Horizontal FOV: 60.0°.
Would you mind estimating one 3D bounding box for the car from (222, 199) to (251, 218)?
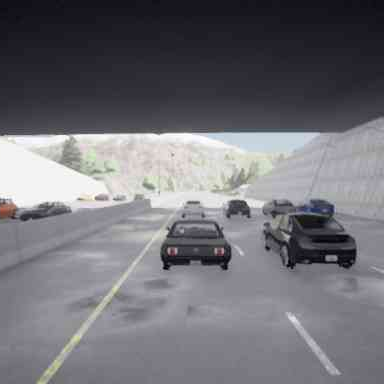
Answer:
[{"bbox_3d":[3.624,1.333,27.496,1.837,1.490,4.892,0,0,0],"label":"car"}]

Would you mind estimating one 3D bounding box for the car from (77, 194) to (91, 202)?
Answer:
[{"bbox_3d":[-20.907,1.064,64.704,1.882,1.535,5.008,0,0,0],"label":"car"}]

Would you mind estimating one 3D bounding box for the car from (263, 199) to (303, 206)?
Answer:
[{"bbox_3d":[7.124,1.321,27.434,2.128,1.511,4.902,0,0,0],"label":"car"}]

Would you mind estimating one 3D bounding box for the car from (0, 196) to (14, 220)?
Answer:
[{"bbox_3d":[-14.078,1.203,23.162,2.097,1.767,4.553,0,0,0],"label":"car"}]

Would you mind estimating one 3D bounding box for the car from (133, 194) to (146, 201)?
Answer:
[{"bbox_3d":[-10.409,1.101,66.091,1.837,1.490,4.892,0,0,0],"label":"car"}]

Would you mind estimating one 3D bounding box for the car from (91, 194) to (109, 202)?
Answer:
[{"bbox_3d":[-17.411,1.068,64.291,1.882,1.535,5.008,0,0,0],"label":"car"}]

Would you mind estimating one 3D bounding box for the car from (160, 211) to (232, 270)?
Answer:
[{"bbox_3d":[0.105,1.533,10.789,1.895,1.301,4.718,0,0,0],"label":"car"}]

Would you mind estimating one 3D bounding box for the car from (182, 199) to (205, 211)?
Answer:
[{"bbox_3d":[0.114,1.347,28.432,1.812,1.442,4.674,0,0,0],"label":"car"}]

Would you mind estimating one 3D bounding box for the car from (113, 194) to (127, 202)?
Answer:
[{"bbox_3d":[-13.910,1.137,64.301,2.033,1.411,5.357,0,0,0],"label":"car"}]

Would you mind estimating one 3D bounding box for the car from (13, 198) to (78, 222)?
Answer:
[{"bbox_3d":[-10.578,1.391,24.537,2.033,1.411,5.357,0,0,0],"label":"car"}]

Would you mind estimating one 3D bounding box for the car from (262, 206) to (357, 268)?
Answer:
[{"bbox_3d":[3.604,1.437,10.999,1.837,1.490,4.892,0,1,0],"label":"car"}]

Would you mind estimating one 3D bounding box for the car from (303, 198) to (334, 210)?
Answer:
[{"bbox_3d":[10.628,1.298,28.988,1.882,1.535,5.008,0,0,0],"label":"car"}]
